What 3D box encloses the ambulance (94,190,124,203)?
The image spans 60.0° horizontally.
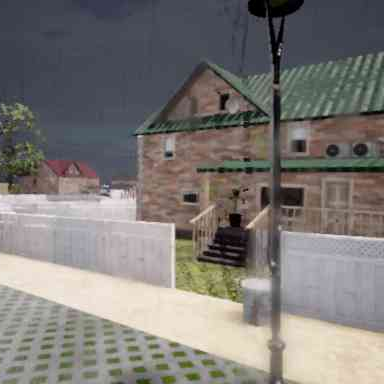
[{"bbox_3d":[-13.996,0.874,56.231,2.351,2.431,6.366,2,1,19],"label":"ambulance"}]
